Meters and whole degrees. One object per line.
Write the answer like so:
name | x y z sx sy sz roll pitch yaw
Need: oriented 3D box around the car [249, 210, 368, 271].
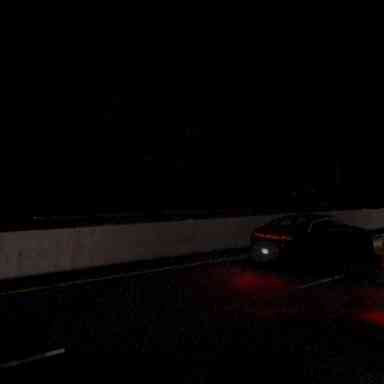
car | 4.062 1.487 10.943 4.902 1.511 2.128 0 0 -36

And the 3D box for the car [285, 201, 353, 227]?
car | 8.917 1.470 23.161 5.008 1.535 1.882 0 0 -35

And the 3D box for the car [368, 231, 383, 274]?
car | 6.860 1.474 8.641 5.008 1.535 1.882 0 0 -36
